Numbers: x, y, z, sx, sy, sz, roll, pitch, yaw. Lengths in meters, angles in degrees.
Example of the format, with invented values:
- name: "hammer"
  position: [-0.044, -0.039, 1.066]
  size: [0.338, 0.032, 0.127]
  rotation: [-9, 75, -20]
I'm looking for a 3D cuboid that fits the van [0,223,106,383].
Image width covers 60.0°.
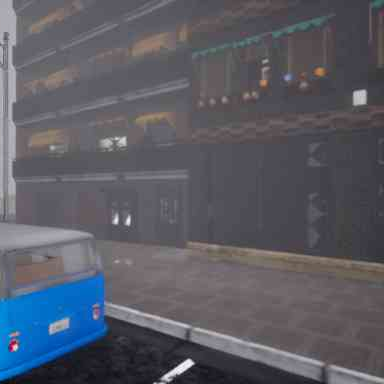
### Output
- name: "van"
  position: [-3.106, 1.391, 5.076]
  size: [3.998, 1.788, 1.690]
  rotation: [-1, 0, 36]
